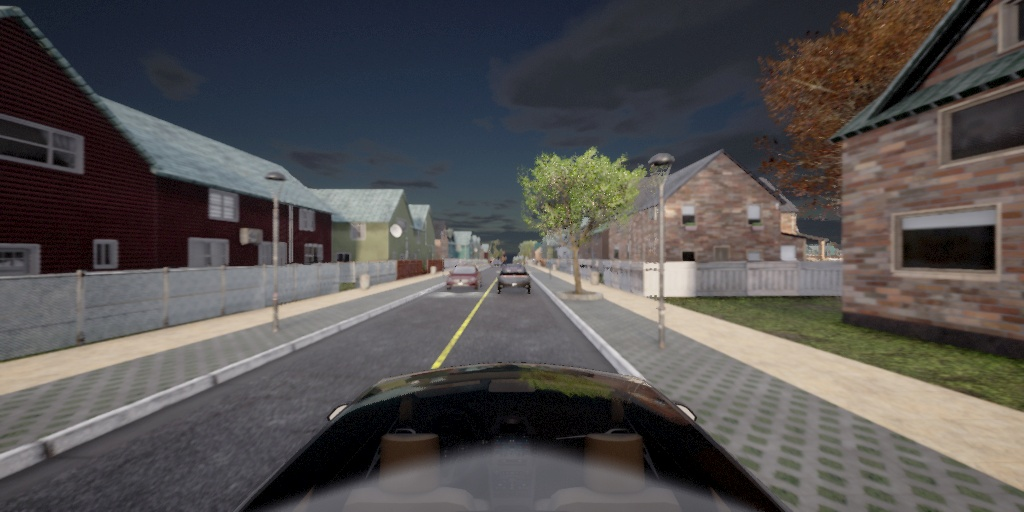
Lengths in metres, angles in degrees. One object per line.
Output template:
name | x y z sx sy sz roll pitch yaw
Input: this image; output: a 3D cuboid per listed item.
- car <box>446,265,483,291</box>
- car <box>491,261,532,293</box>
car | -2.841 1.286 22.141 1.812 1.442 4.674 0 0 0
car | 0.107 1.250 20.728 2.128 1.511 4.902 0 0 0
